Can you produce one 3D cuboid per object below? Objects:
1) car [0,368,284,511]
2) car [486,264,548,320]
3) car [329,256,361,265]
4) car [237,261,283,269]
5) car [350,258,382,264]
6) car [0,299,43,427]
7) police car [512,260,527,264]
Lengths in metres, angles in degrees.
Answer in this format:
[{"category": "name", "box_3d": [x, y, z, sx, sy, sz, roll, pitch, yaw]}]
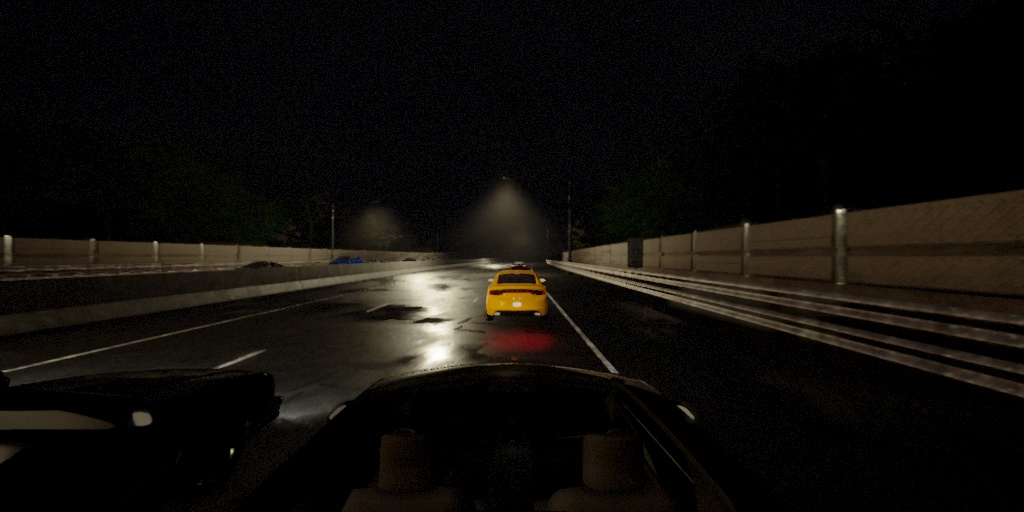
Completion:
[{"category": "car", "box_3d": [-3.392, 1.297, 1.380, 2.033, 1.411, 5.357, 0, 0, 0]}, {"category": "car", "box_3d": [0.173, 1.228, 12.670, 1.882, 1.535, 5.008, 0, 0, 1]}, {"category": "car", "box_3d": [-20.286, 0.999, 43.994, 2.150, 2.045, 5.566, 0, 0, 2]}, {"category": "car", "box_3d": [-24.101, 1.258, 34.389, 1.837, 1.490, 4.892, 0, 0, 2]}, {"category": "car", "box_3d": [-16.820, 1.272, 42.816, 2.128, 1.511, 4.902, 0, 0, 2]}, {"category": "car", "box_3d": [-6.888, 1.273, 2.237, 1.812, 1.442, 4.674, 0, 0, 0]}, {"category": "police car", "box_3d": [0.908, 1.317, 43.772, 2.038, 1.542, 4.974, 0, 0, 2]}]
